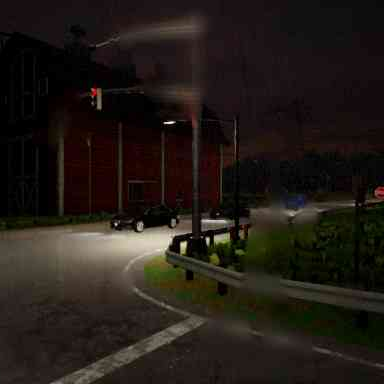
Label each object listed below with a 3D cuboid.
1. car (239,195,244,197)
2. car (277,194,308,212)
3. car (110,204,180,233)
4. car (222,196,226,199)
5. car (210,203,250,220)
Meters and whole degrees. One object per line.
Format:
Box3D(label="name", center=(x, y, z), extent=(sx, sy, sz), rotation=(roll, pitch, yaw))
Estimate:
Box3D(label="car", center=(12.940, 1.547, 89.158), extent=(1.784, 1.438, 3.905), rotation=(0, 0, 36))
Box3D(label="car", center=(12.143, 1.248, 40.034), extent=(2.150, 2.045, 5.566), rotation=(0, 0, 37))
Box3D(label="car", center=(-2.704, 1.531, 20.137), extent=(1.837, 1.490, 4.892), rotation=(0, 0, 37))
Box3D(label="car", center=(6.341, 1.532, 78.050), extent=(1.816, 1.474, 4.193), rotation=(0, 0, 36))
Box3D(label="car", center=(3.265, 1.590, 28.136), extent=(1.994, 1.385, 4.181), rotation=(0, 0, 37))
